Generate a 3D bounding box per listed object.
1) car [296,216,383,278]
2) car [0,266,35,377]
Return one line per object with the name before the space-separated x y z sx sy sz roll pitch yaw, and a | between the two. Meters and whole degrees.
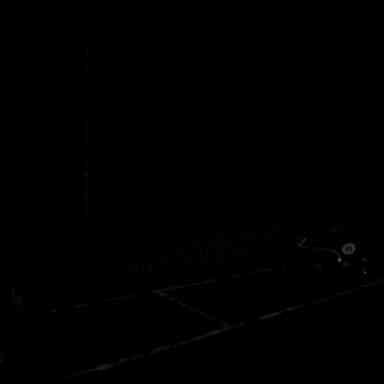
car | 5.048 1.509 10.267 4.097 1.590 1.967 0 0 -36
car | -4.122 1.431 3.710 4.097 1.590 1.967 0 0 -36
